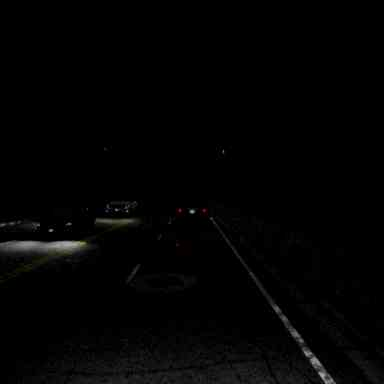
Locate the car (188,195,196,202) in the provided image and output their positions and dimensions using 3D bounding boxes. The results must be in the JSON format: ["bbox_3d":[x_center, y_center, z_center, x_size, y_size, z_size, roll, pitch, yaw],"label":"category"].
[{"bbox_3d":[0.047,1.556,82.174,1.882,1.535,5.008,0,0,0],"label":"car"}]

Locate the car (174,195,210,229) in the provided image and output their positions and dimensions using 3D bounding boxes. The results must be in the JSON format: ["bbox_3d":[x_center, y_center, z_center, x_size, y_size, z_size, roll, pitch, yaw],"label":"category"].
[{"bbox_3d":[0.011,1.222,21.865,2.150,2.045,5.566,0,0,0],"label":"car"}]

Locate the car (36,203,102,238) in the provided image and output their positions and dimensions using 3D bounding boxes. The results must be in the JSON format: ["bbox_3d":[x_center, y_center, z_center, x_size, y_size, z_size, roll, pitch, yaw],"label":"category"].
[{"bbox_3d":[-6.510,1.518,17.730,1.812,1.442,4.674,0,0,1],"label":"car"}]

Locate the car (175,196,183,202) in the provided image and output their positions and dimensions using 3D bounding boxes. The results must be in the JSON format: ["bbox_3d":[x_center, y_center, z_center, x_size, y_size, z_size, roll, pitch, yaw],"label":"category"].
[{"bbox_3d":[-3.203,1.629,82.559,1.994,1.385,4.181,0,0,0],"label":"car"}]

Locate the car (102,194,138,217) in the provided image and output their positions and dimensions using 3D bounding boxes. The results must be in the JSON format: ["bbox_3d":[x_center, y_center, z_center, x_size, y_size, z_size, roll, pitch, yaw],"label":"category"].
[{"bbox_3d":[-6.493,1.227,31.502,2.150,2.045,5.566,0,0,0],"label":"car"}]

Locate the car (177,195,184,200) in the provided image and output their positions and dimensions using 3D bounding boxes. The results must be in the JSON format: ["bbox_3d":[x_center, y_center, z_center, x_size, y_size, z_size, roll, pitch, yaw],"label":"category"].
[{"bbox_3d":[-3.196,1.527,92.593,1.812,1.442,4.674,0,0,0],"label":"car"}]
